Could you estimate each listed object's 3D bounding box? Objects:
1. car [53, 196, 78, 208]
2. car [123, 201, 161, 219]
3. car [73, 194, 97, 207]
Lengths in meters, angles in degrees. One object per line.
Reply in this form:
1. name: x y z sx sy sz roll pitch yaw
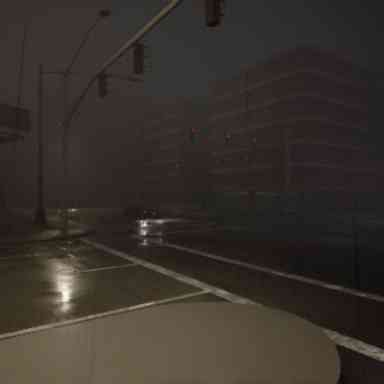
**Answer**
1. car: -18.615 1.612 48.267 1.895 1.301 4.718 0 0 -36
2. car: -4.507 1.536 29.141 1.812 1.442 4.674 0 0 -37
3. car: -16.129 1.505 50.930 2.128 1.511 4.902 0 0 -36
